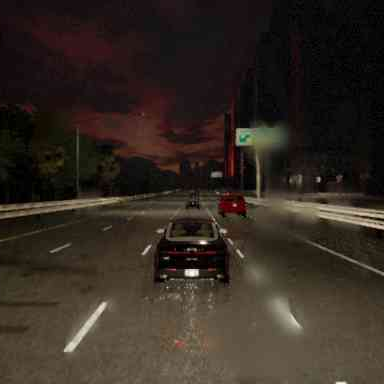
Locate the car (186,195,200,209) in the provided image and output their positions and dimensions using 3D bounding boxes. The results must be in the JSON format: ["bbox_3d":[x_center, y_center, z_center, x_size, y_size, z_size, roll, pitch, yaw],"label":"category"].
[{"bbox_3d":[0.142,1.485,45.305,2.033,1.411,5.357,0,0,0],"label":"car"}]

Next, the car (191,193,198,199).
[{"bbox_3d":[0.759,1.119,93.237,1.812,1.442,4.674,0,1,1],"label":"car"}]

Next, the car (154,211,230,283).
[{"bbox_3d":[-0.002,1.506,9.647,1.837,1.490,4.892,0,0,0],"label":"car"}]

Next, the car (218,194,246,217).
[{"bbox_3d":[3.650,1.199,30.795,2.150,2.045,5.566,0,0,0],"label":"car"}]

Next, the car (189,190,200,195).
[{"bbox_3d":[0.321,1.073,63.877,2.150,2.045,5.566,0,0,1],"label":"car"}]
